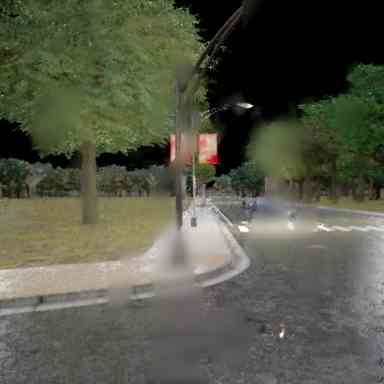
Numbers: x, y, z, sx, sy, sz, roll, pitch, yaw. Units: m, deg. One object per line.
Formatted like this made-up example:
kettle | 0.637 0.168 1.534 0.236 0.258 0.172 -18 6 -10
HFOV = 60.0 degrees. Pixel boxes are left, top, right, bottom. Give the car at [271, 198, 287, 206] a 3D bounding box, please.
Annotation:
car | 15.280 1.740 58.708 1.812 1.442 4.674 0 0 2

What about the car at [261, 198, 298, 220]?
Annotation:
car | 7.811 1.599 29.049 2.128 1.511 4.902 0 0 2

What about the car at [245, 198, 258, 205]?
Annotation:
car | 12.329 1.890 68.914 1.895 1.301 4.718 0 0 2

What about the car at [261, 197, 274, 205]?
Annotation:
car | 15.582 1.800 68.975 1.812 1.442 4.674 0 0 2

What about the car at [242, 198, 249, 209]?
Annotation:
car | 8.479 1.690 48.578 2.128 1.511 4.902 0 0 2

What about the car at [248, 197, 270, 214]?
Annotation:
car | 8.115 1.627 38.450 1.882 1.535 5.008 0 0 2

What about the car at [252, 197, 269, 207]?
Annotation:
car | 12.023 1.724 58.503 2.128 1.511 4.902 0 0 2
